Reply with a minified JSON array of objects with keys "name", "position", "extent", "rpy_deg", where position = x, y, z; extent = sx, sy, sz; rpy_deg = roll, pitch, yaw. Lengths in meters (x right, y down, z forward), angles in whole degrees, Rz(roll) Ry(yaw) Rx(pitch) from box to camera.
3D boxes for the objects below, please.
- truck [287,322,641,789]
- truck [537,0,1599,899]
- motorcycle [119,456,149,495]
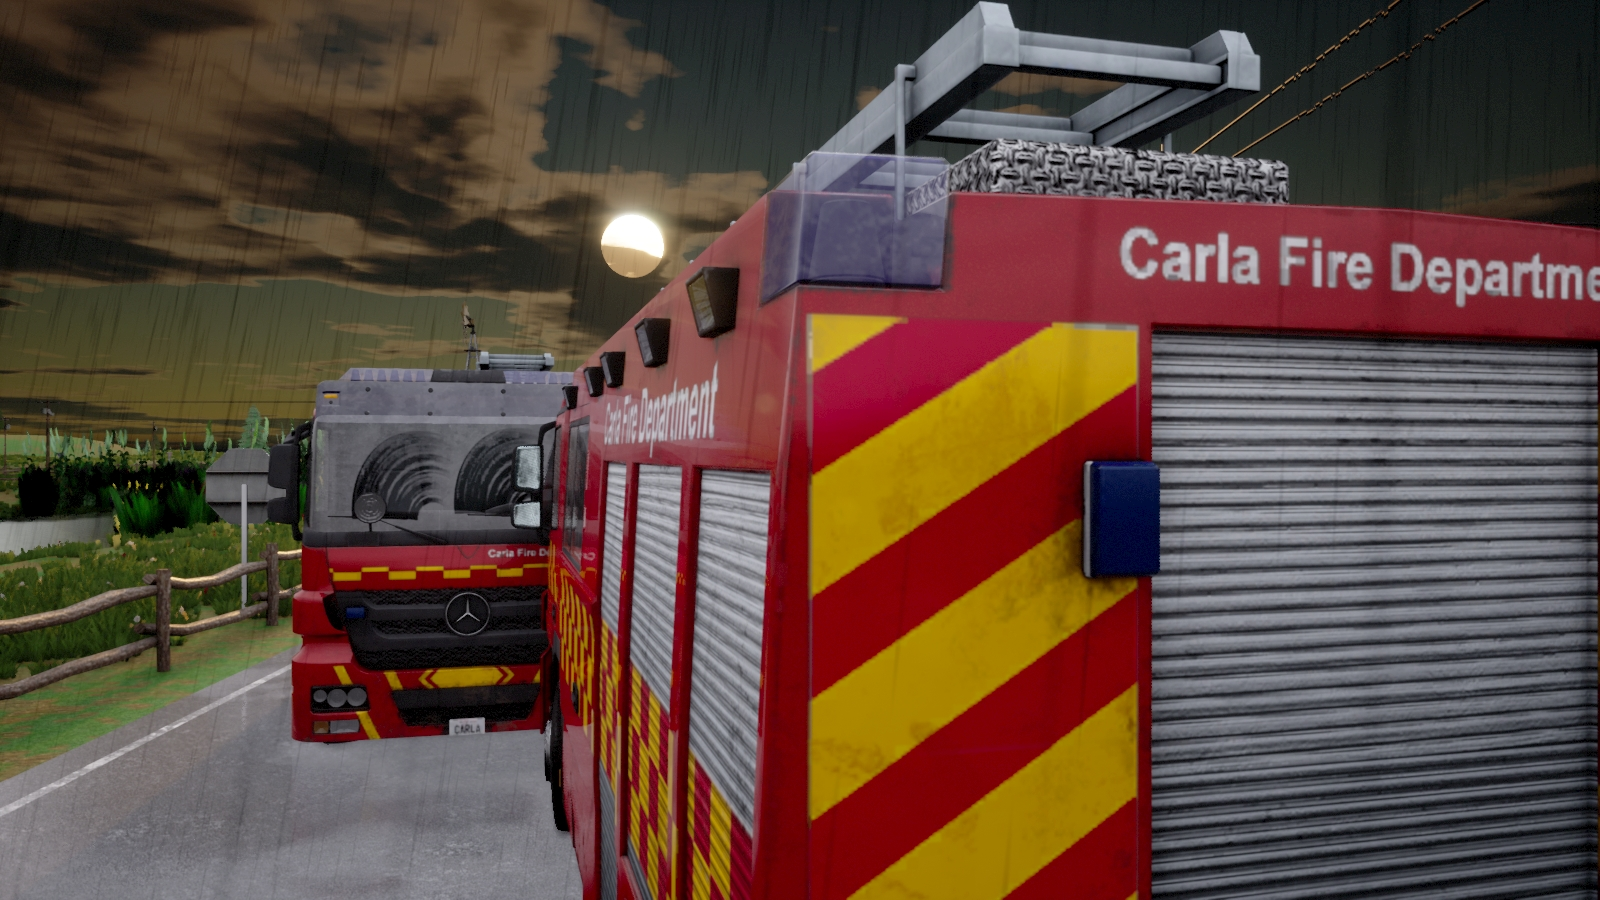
[{"name":"truck","position":[-3.925,0.862,13.828],"extent":[2.891,3.827,8.468],"rpy_deg":[0,0,-15]},{"name":"truck","position":[0.088,0.867,6.868],"extent":[2.891,3.827,8.468],"rpy_deg":[0,0,-15]},{"name":"motorcycle","position":[-41.412,1.576,71.097],"extent":[0.803,2.348,2.033],"rpy_deg":[0,0,-4]}]
